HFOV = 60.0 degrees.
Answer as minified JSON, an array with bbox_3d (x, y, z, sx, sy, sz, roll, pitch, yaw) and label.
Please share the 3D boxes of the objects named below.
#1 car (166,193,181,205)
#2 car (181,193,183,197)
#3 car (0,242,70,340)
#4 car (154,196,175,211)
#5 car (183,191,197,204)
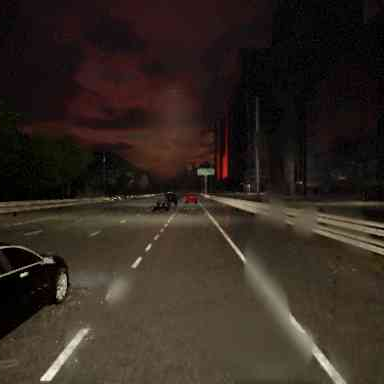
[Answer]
[{"bbox_3d":[-3.674,1.275,59.405,2.150,2.045,5.566,0,0,0],"label":"car"},{"bbox_3d":[-3.891,1.602,88.766,1.812,1.442,4.674,0,0,0],"label":"car"},{"bbox_3d":[-3.501,1.508,5.172,1.837,1.490,4.892,0,0,0],"label":"car"},{"bbox_3d":[-3.582,1.575,40.835,2.033,1.411,5.357,0,0,0],"label":"car"},{"bbox_3d":[-0.129,1.280,68.150,2.150,2.045,5.566,0,0,0],"label":"car"}]
